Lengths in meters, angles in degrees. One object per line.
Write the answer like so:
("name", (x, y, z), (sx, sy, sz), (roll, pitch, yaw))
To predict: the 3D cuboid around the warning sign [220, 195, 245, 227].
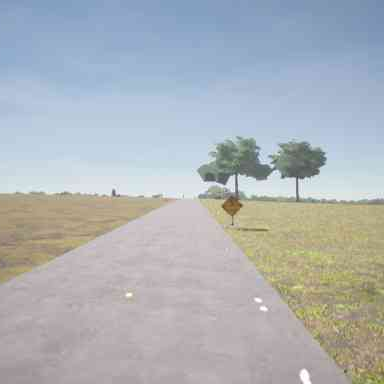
("warning sign", (2.416, 1.124, 20.007), (1.300, 1.860, 1.060), (-2, -2, 0))
